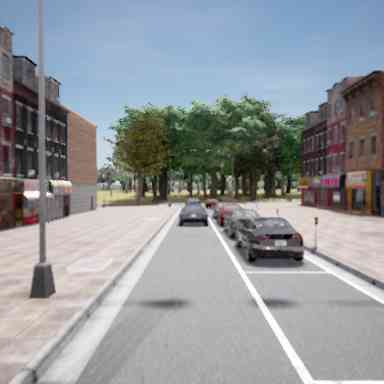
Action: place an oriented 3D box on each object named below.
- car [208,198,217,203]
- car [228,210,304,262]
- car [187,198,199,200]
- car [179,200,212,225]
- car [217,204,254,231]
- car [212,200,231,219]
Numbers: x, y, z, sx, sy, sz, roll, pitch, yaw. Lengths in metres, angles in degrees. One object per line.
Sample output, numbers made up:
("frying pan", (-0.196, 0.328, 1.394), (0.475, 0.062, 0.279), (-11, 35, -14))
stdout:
("car", (2.646, 1.518, 28.178), (2.008, 1.369, 4.403), (-1, 0, 0))
("car", (2.635, 1.547, 11.959), (1.947, 1.339, 4.313), (-1, 0, 0))
("car", (0.124, 1.456, 38.446), (2.128, 1.511, 4.902), (0, 0, 0))
("car", (0.116, 1.533, 23.733), (1.994, 1.385, 4.181), (0, 0, 0))
("car", (2.638, 1.526, 17.365), (2.008, 1.369, 4.403), (-1, 0, 0))
("car", (2.642, 1.515, 22.771), (1.887, 1.381, 4.507), (-1, 0, 0))
